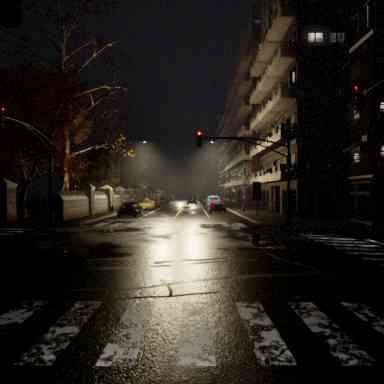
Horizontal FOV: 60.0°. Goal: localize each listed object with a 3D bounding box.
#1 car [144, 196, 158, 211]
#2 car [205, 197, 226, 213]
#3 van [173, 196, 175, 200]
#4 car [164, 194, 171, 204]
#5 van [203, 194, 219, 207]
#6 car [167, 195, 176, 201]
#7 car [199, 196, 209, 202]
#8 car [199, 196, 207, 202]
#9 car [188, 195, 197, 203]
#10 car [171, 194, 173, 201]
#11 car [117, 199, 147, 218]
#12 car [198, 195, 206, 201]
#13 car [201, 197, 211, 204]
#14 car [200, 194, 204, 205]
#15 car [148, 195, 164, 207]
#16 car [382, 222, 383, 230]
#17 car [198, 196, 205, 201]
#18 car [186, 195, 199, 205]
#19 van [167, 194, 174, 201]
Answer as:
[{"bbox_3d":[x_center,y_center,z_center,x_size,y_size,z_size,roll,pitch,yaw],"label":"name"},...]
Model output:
[{"bbox_3d":[-5.683,1.550,41.955,1.752,1.417,4.829,0,0,0],"label":"car"},{"bbox_3d":[2.697,1.564,36.492,1.887,1.381,4.507,0,0,0],"label":"car"},{"bbox_3d":[-5.679,1.432,81.536,1.690,1.788,3.998,0,0,0],"label":"van"},{"bbox_3d":[-5.681,1.498,64.646,1.967,1.590,4.097,0,0,0],"label":"car"},{"bbox_3d":[2.698,1.366,42.123,1.690,1.788,3.998,0,0,0],"label":"van"},{"bbox_3d":[-5.678,1.669,92.794,2.008,1.369,4.403,0,0,0],"label":"car"},{"bbox_3d":[2.700,1.629,75.904,2.008,1.369,4.403,0,0,0],"label":"car"},{"bbox_3d":[2.700,1.635,81.534,1.887,1.381,4.507,0,0,0],"label":"car"},{"bbox_3d":[0.009,1.444,69.998,1.837,1.490,4.892,0,0,0],"label":"car"},{"bbox_3d":[-5.680,1.508,70.275,1.967,1.590,4.097,0,0,0],"label":"car"},{"bbox_3d":[-5.684,1.580,30.863,1.947,1.339,4.313,0,0,0],"label":"car"},{"bbox_3d":[2.702,1.544,87.164,1.967,1.590,4.097,0,0,0],"label":"car"},{"bbox_3d":[2.699,1.602,64.643,1.887,1.381,4.507,0,0,0],"label":"car"},{"bbox_3d":[2.699,1.480,53.384,1.967,1.590,4.097,0,0,0],"label":"car"},{"bbox_3d":[-5.682,1.347,47.755,2.192,1.841,5.009,0,0,0],"label":"car"},{"bbox_3d":[13.468,1.604,18.539,5.009,1.841,2.192,1,-1,-1],"label":"car"},{"bbox_3d":[2.702,1.700,92.795,1.802,1.307,4.206,0,0,0],"label":"car"},{"bbox_3d":[0.006,1.597,59.579,2.033,1.411,5.357,0,0,0],"label":"car"},{"bbox_3d":[-5.678,1.445,87.165,1.690,1.788,3.998,0,0,0],"label":"van"}]
